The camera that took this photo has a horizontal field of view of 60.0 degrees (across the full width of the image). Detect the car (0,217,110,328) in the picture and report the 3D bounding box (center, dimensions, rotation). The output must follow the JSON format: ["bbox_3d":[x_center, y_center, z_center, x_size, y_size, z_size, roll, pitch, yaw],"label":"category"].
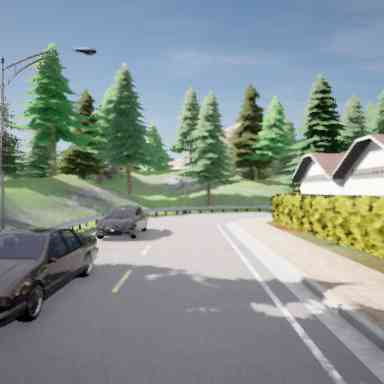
[{"bbox_3d":[-3.619,1.544,7.490,2.033,1.411,5.357,0,0,0],"label":"car"}]

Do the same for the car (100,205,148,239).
[{"bbox_3d":[-3.527,1.493,17.482,1.837,1.490,4.892,0,0,2],"label":"car"}]
